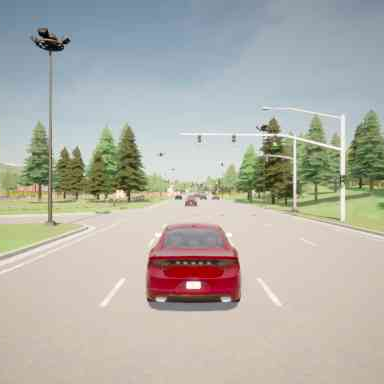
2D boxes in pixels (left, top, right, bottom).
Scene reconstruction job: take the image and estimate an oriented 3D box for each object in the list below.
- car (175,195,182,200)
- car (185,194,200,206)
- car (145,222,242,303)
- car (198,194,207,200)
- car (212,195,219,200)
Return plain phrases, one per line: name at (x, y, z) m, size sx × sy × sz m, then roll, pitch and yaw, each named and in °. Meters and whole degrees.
car at (-3.769, 1.478, 94.333) m, size 1.882 × 1.535 × 5.008 m, roll 0°, pitch 0°, yaw 0°
car at (-0.150, 1.525, 52.897) m, size 1.812 × 1.442 × 4.674 m, roll 0°, pitch 0°, yaw 0°
car at (0.040, 1.478, 8.294) m, size 1.882 × 1.535 × 5.008 m, roll 0°, pitch 0°, yaw 0°
car at (3.231, 1.524, 94.353) m, size 1.812 × 1.442 × 4.674 m, roll 0°, pitch 0°, yaw 0°
car at (6.731, 1.525, 94.363) m, size 2.128 × 1.511 × 4.902 m, roll 0°, pitch 0°, yaw 0°
